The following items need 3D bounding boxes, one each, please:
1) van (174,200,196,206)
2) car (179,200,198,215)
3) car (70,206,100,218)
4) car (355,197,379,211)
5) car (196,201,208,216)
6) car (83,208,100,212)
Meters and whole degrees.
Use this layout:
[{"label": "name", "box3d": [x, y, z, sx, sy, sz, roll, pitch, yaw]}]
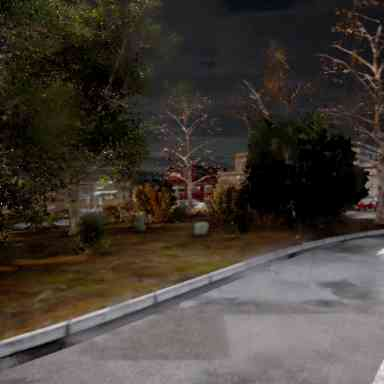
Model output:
[{"label": "van", "box3d": [-0.677, 2.049, 42.962, 1.878, 1.987, 4.442, -4, -2, 41]}, {"label": "car", "box3d": [1.233, 2.144, 40.891, 1.946, 1.575, 5.366, -4, -2, 41]}, {"label": "car", "box3d": [-18.765, 3.528, 58.618, 2.185, 1.767, 4.553, -5, -3, 41]}, {"label": "car", "box3d": [21.427, 1.349, 39.772, 2.185, 1.767, 4.553, -3, -1, 41]}, {"label": "car", "box3d": [3.233, 2.027, 39.140, 1.946, 1.575, 5.366, -3, -2, 41]}, {"label": "car", "box3d": [-16.346, 3.493, 56.562, 2.002, 1.452, 4.674, -5, -3, 41]}]
